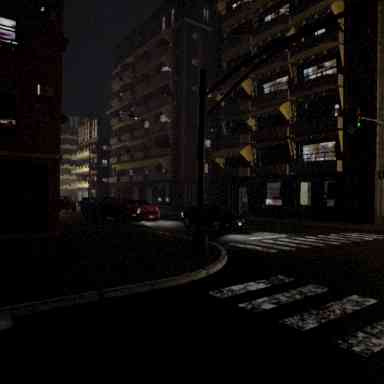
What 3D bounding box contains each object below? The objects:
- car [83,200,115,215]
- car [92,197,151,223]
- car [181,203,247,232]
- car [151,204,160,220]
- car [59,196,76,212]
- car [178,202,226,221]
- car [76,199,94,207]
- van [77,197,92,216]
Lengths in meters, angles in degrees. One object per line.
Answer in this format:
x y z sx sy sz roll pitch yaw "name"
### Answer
-10.230 1.651 36.378 1.994 1.385 4.181 1 -1 -35 "car"
-5.521 1.310 25.459 2.192 1.841 5.009 1 -1 -35 "car"
1.214 1.527 20.273 1.837 1.490 4.892 1 -1 -36 "car"
-4.519 1.405 28.315 2.097 1.767 4.553 1 -1 -35 "car"
-15.190 1.369 39.108 2.192 1.841 5.009 1 -1 -35 "car"
0.806 1.686 30.151 1.752 1.417 4.829 1 -1 -35 "car"
-18.434 1.868 57.309 1.802 1.307 4.206 1 -1 -35 "car"
-8.745 1.355 30.008 1.690 1.788 3.998 1 -1 -35 "van"
